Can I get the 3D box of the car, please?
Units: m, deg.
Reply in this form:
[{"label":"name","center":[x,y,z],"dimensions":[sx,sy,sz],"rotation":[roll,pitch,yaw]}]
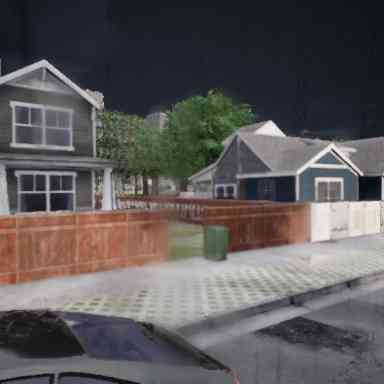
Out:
[{"label":"car","center":[-1.599,1.562,1.869],"dimensions":[4.181,1.385,1.994],"rotation":[0,0,-35]}]
